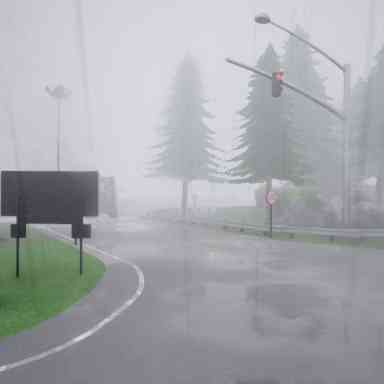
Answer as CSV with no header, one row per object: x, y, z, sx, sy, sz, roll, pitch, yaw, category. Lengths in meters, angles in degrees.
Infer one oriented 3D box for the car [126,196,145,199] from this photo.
-10.616,1.623,67.301,4.892,1.490,1.837,0,0,-34,car

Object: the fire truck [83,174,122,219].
-8.384,0.363,31.058,2.891,3.827,8.468,-2,-2,-10,fire truck

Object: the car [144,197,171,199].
-5.846,1.636,62.170,4.892,1.490,1.837,1,-1,-35,car

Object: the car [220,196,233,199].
7.175,1.710,71.161,4.892,1.490,1.837,0,0,-35,car

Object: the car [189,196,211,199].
2.372,1.724,76.345,4.674,1.442,1.812,0,0,-35,car

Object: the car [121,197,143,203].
-12.681,1.670,70.100,4.181,1.385,1.994,0,0,-35,car
